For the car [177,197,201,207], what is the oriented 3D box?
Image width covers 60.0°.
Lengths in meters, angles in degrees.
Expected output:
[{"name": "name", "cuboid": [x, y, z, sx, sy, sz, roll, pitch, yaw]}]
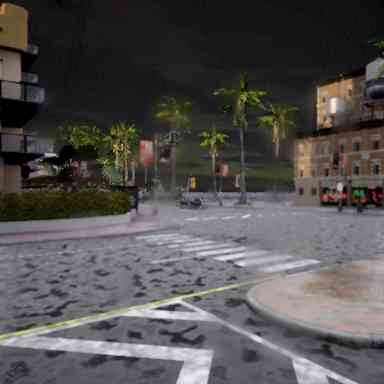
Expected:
[{"name": "car", "cuboid": [-0.490, 1.532, 51.778, 1.837, 1.490, 4.892, 0, 0, -35]}]
